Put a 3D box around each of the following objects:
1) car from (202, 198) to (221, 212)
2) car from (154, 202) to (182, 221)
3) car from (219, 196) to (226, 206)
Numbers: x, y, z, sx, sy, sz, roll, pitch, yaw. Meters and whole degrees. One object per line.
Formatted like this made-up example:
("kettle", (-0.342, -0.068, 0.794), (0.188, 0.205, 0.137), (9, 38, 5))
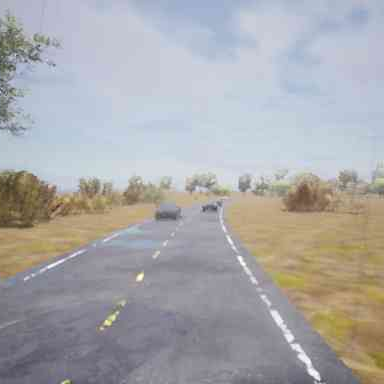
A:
("car", (2.435, 1.843, 43.591), (1.895, 1.301, 4.718), (0, 0, 6))
("car", (-2.022, 1.633, 29.133), (1.882, 1.535, 5.008), (0, 0, 4))
("car", (4.777, 1.897, 62.176), (2.033, 1.411, 5.357), (0, 0, 8))
